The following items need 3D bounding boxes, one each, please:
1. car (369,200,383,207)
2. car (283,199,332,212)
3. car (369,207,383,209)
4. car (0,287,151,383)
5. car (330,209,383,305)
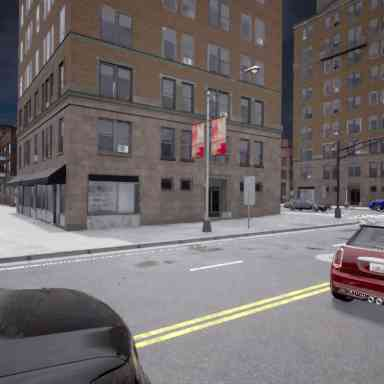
[{"bbox_3d":[22.278,1.257,35.905,2.150,2.045,5.566,1,0,-36],"label":"car"},{"bbox_3d":[12.877,1.469,37.443,2.033,1.411,5.357,1,0,-36],"label":"car"},{"bbox_3d":[9.888,1.513,14.584,4.892,1.490,1.837,0,0,-33],"label":"car"},{"bbox_3d":[-2.828,1.221,1.419,5.566,2.045,2.150,0,0,-36],"label":"car"},{"bbox_3d":[4.991,1.355,7.085,4.553,1.767,2.097,0,0,-36],"label":"car"}]
